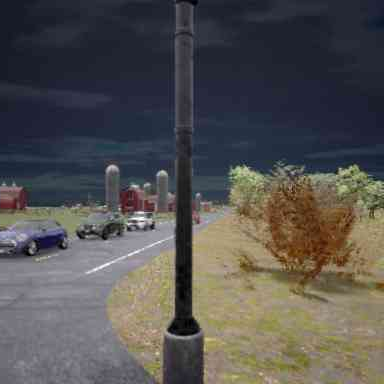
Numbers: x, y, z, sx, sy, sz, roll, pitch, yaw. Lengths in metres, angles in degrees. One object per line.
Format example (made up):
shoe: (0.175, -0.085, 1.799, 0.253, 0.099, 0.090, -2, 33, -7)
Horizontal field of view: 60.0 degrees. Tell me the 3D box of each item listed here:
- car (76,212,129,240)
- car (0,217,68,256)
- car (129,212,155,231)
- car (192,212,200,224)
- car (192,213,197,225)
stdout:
car: (-7.211, 2.628, 26.740, 2.150, 2.045, 5.566, 0, -3, 7)
car: (-8.364, 2.219, 17.257, 2.097, 1.767, 4.553, 0, -3, 7)
car: (-5.810, 3.296, 38.318, 2.150, 2.045, 5.566, 0, -3, 7)
car: (0.112, 4.400, 57.333, 2.150, 2.045, 5.566, 0, -3, 7)
car: (-0.839, 4.273, 49.145, 1.994, 1.385, 4.181, 0, -3, 7)
